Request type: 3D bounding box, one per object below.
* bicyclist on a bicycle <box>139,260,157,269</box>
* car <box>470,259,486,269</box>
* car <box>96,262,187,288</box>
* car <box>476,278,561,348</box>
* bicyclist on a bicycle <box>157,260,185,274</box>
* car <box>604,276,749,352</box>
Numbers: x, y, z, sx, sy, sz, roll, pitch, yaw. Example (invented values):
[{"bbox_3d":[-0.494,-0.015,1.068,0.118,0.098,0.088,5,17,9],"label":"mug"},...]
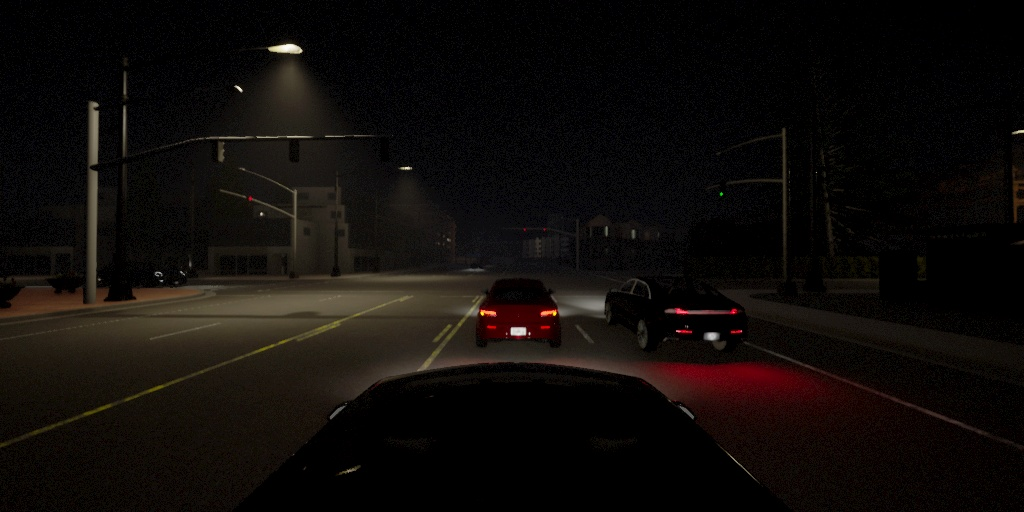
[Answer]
[{"bbox_3d":[-31.232,1.139,31.244,1.656,1.620,0.582,18,8,-27],"label":"bicyclist on a bicycle"},{"bbox_3d":[-6.292,1.632,63.453,1.895,1.301,4.718,0,1,1],"label":"car"},{"bbox_3d":[-23.952,1.152,23.256,4.553,1.767,2.097,0,-1,1],"label":"car"},{"bbox_3d":[0.163,1.279,9.148,1.812,1.442,4.674,0,0,1],"label":"car"},{"bbox_3d":[-29.295,1.194,31.027,1.656,1.620,0.582,1,-1,-22],"label":"bicyclist on a bicycle"},{"bbox_3d":[3.654,1.241,8.903,2.128,1.511,4.902,0,0,1],"label":"car"}]
